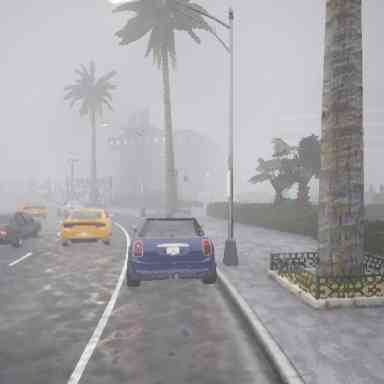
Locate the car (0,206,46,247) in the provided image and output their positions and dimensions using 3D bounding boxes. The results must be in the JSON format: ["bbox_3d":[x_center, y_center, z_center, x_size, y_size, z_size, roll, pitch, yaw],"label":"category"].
[{"bbox_3d":[-8.139,1.557,14.633,2.033,1.411,5.357,0,0,-12],"label":"car"}]

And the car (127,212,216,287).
[{"bbox_3d":[-0.703,1.351,9.627,2.097,1.767,4.553,0,0,-7],"label":"car"}]

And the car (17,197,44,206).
[{"bbox_3d":[-14.041,1.474,29.011,1.882,1.535,5.008,0,0,-33],"label":"car"}]

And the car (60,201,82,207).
[{"bbox_3d":[-11.091,1.525,30.893,1.812,1.442,4.674,0,0,-33],"label":"car"}]

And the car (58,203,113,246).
[{"bbox_3d":[-4.717,1.482,15.367,1.882,1.535,5.008,0,0,-12],"label":"car"}]
